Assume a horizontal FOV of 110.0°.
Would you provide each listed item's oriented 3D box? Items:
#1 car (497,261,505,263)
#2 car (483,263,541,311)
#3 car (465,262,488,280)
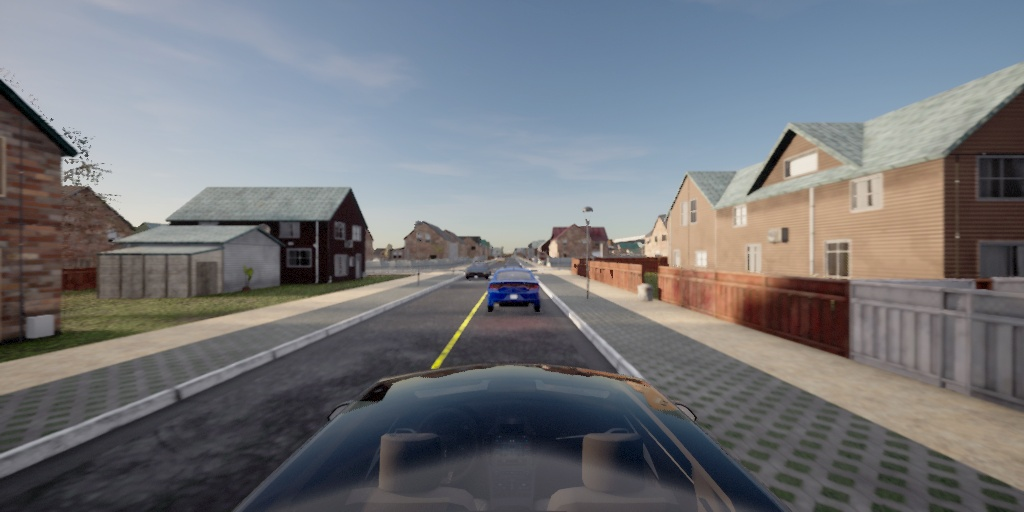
[{"bbox_3d":[0.062,1.271,26.742,1.994,1.385,4.181,0,0,0],"label":"car"},{"bbox_3d":[0.077,1.209,14.286,1.882,1.535,5.008,0,0,0],"label":"car"},{"bbox_3d":[-2.793,1.247,30.758,2.033,1.411,5.357,0,0,1],"label":"car"}]
